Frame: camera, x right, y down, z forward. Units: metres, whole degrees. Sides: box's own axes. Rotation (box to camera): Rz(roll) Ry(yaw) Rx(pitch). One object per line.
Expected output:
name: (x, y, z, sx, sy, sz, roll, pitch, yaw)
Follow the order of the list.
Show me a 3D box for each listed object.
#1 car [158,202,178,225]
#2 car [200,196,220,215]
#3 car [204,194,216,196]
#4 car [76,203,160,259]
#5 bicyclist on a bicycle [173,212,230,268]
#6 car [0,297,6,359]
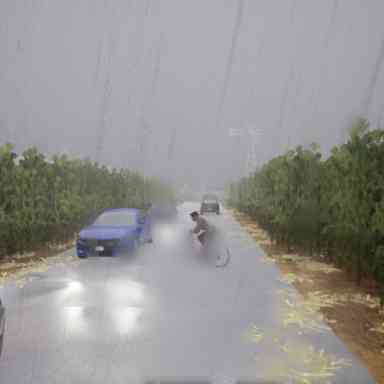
car: (-2.027, 1.434, 23.193, 2.033, 1.411, 5.357, 0, -1, 3)
car: (1.899, 1.514, 34.796, 1.882, 1.535, 5.008, 0, 0, 3)
car: (2.572, 1.303, 47.322, 2.150, 2.045, 5.566, 0, 0, 3)
car: (-2.620, 1.377, 12.386, 1.882, 1.535, 5.008, 0, 1, 3)
bicyclist on a bicycle: (0.252, 1.391, 9.519, 1.656, 1.620, 0.582, -1, 1, 3)
car: (-3.188, 1.501, 1.962, 1.837, 1.490, 4.892, 0, 0, 3)
